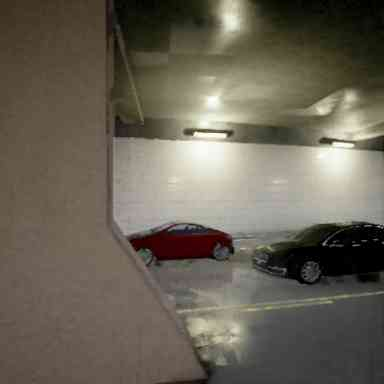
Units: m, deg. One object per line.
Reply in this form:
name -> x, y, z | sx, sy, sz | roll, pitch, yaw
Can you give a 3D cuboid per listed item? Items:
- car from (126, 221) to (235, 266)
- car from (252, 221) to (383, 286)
car -> -0.579, 1.746, 11.974 | 4.181, 1.385, 1.994 | 0, -1, -14
car -> 4.131, 1.620, 9.591 | 4.892, 1.490, 1.837 | 0, -1, -16
